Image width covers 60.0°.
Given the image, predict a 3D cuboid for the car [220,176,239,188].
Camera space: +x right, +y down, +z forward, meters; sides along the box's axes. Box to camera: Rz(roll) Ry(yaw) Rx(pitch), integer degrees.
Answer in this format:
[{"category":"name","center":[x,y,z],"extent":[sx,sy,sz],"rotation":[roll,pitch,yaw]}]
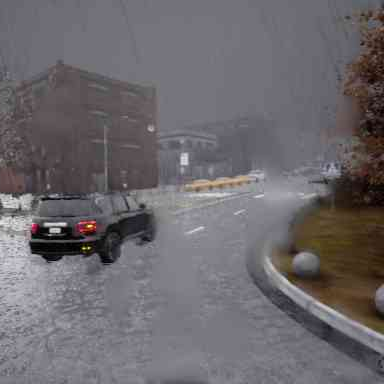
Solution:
[{"category":"car","center":[4.276,-1.415,47.908],"extent":[1.946,1.575,5.366],"rotation":[0,5,36]}]

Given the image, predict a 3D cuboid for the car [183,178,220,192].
[{"category":"car","center":[1.008,-0.921,43.483],"extent":[1.946,1.575,5.366],"rotation":[0,5,37]}]

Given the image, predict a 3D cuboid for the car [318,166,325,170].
[{"category":"car","center":[32.782,-5.712,86.760],"extent":[2.231,1.521,4.892],"rotation":[0,5,37]}]

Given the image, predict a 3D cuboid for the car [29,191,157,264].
[{"category":"car","center":[-2.965,0.997,11.242],"extent":[2.150,2.045,5.566],"rotation":[-2,2,12]}]

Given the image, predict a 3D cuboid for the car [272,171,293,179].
[{"category":"car","center":[17.482,-3.372,65.870],"extent":[2.163,1.488,4.792],"rotation":[0,5,36]}]

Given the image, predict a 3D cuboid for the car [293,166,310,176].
[{"category":"car","center":[24.028,-4.387,74.762],"extent":[2.231,1.521,4.892],"rotation":[0,5,36]}]

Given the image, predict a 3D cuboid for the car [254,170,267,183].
[{"category":"car","center":[10.953,-2.670,56.983],"extent":[2.435,2.045,5.566],"rotation":[0,5,36]}]

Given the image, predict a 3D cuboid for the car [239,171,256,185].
[{"category":"car","center":[7.536,-1.906,52.342],"extent":[1.946,1.575,5.366],"rotation":[0,5,36]}]

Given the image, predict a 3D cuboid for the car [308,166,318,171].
[{"category":"car","center":[27.254,-5.126,79.150],"extent":[2.435,2.045,5.566],"rotation":[0,5,36]}]

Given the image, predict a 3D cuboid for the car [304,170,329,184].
[{"category":"car","center":[17.477,-1.842,45.954],"extent":[1.994,1.385,4.181],"rotation":[0,5,37]}]
